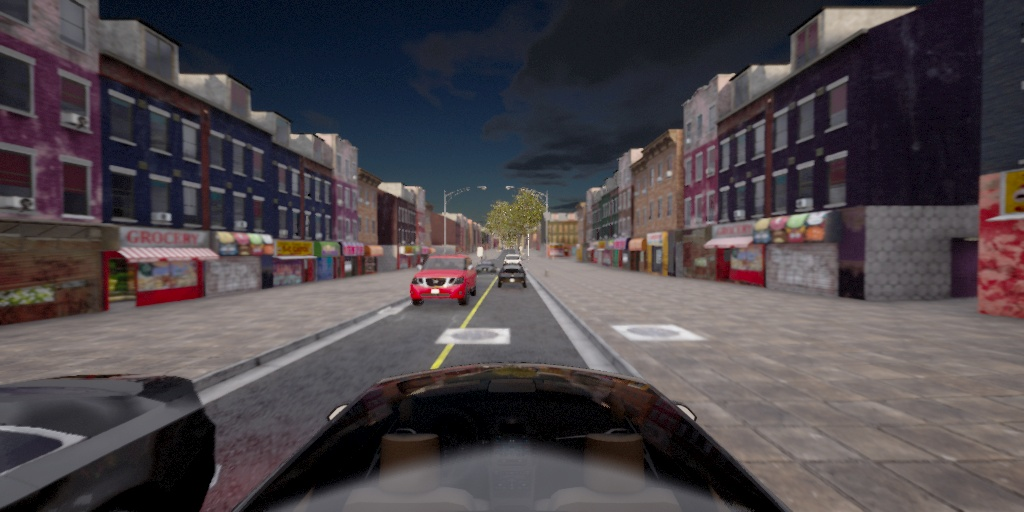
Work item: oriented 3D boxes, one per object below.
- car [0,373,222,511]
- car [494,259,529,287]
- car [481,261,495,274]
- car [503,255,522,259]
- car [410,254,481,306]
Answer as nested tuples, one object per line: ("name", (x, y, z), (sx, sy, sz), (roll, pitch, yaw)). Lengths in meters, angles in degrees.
("car", (-2.849, 1.244, 0.302), (2.128, 1.511, 4.902), (0, 0, 0))
("car", (0.028, 1.213, 24.078), (1.837, 1.490, 4.892), (0, 1, 0))
("car", (-2.756, 1.230, 38.793), (1.994, 1.385, 4.181), (0, 0, 0))
("car", (0.102, 0.848, 44.192), (2.150, 2.045, 5.566), (0, 0, 0))
("car", (-2.828, 0.947, 16.006), (2.150, 2.045, 5.566), (0, 0, 0))
